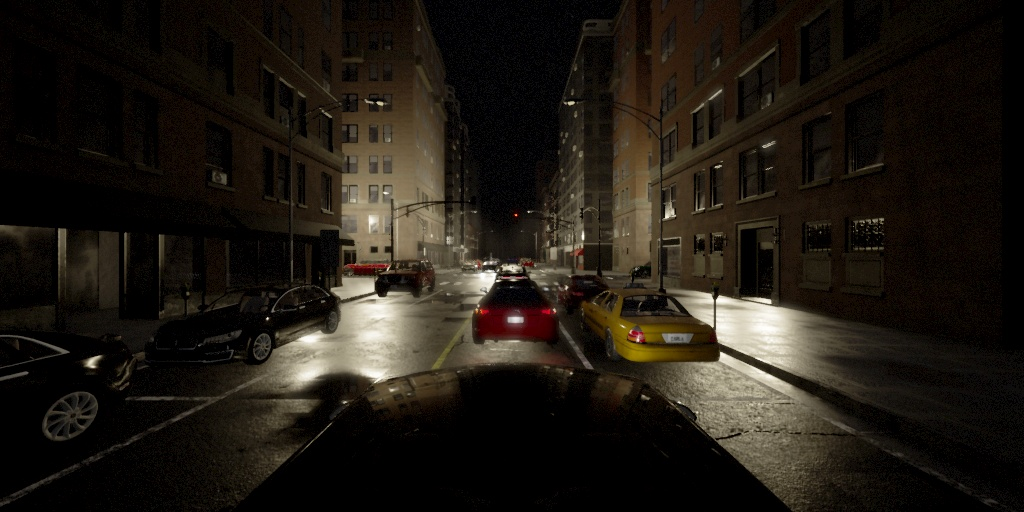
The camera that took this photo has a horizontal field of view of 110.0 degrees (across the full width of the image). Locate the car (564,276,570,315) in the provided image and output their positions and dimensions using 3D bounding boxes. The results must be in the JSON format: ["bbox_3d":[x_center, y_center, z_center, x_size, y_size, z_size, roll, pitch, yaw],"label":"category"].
[{"bbox_3d":[2.659,1.330,13.281,1.802,1.307,4.207,0,0,0],"label":"car"}]

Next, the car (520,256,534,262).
[{"bbox_3d":[2.760,1.176,61.521,1.967,1.591,4.097,0,0,0],"label":"car"}]

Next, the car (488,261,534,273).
[{"bbox_3d":[0.035,1.239,19.420,2.128,1.511,4.902,0,0,0],"label":"car"}]

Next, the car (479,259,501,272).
[{"bbox_3d":[-2.760,1.344,45.326,1.895,1.301,4.718,0,0,0],"label":"car"}]

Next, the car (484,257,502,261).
[{"bbox_3d":[-2.732,1.231,54.895,2.128,1.511,4.902,0,0,0],"label":"car"}]

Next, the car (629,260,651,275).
[{"bbox_3d":[13.231,1.163,33.268,4.553,1.767,2.097,0,0,0],"label":"car"}]

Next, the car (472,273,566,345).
[{"bbox_3d":[0.082,1.313,9.550,1.994,1.385,4.181,0,0,0],"label":"car"}]

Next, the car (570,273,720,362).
[{"bbox_3d":[2.648,1.275,8.038,1.751,1.417,4.829,0,0,0],"label":"car"}]

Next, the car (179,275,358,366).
[{"bbox_3d":[-5.377,1.300,7.894,2.007,1.370,4.403,0,0,0],"label":"car"}]

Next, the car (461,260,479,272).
[{"bbox_3d":[-5.299,1.293,45.182,2.007,1.370,4.403,0,0,0],"label":"car"}]

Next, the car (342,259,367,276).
[{"bbox_3d":[-13.364,1.047,33.288,4.553,1.767,2.097,0,0,0],"label":"car"}]

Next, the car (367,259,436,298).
[{"bbox_3d":[-5.354,1.062,18.719,2.192,1.841,5.009,0,0,0],"label":"car"}]

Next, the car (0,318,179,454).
[{"bbox_3d":[-5.388,1.300,2.481,2.007,1.370,4.403,0,0,0],"label":"car"}]

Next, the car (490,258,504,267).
[{"bbox_3d":[-2.676,1.225,65.046,2.128,1.511,4.902,0,0,1],"label":"car"}]
